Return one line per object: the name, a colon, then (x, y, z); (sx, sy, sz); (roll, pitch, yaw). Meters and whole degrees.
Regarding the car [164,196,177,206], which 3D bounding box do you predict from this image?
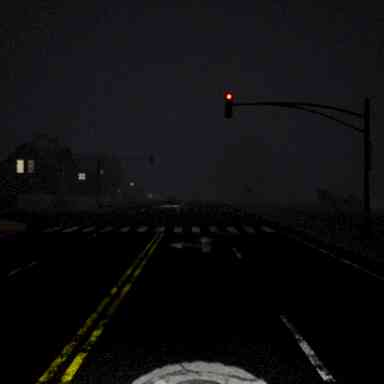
car: (-3.248, 1.334, 51.303); (2.033, 1.411, 5.357); (0, 0, 0)
